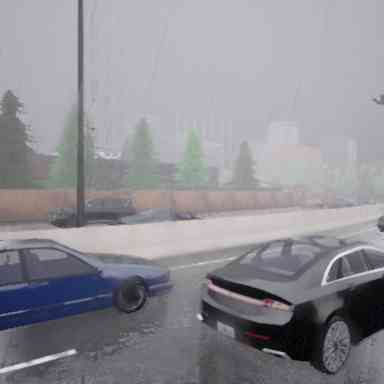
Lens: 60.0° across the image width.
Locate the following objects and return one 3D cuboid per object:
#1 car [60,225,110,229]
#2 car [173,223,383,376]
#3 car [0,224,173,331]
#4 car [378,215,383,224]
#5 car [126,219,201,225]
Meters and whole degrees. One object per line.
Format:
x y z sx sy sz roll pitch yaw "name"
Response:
-6.217 1.315 21.307 5.566 2.045 2.150 0 0 -40 "car"
2.340 1.513 5.663 4.902 1.511 2.128 0 0 -38 "car"
-2.980 1.576 5.945 5.357 1.411 2.033 0 0 -36 "car"
12.467 1.611 19.530 2.033 1.411 5.357 0 0 43 "car"
-1.179 1.668 16.491 4.718 1.301 1.895 0 0 -40 "car"
